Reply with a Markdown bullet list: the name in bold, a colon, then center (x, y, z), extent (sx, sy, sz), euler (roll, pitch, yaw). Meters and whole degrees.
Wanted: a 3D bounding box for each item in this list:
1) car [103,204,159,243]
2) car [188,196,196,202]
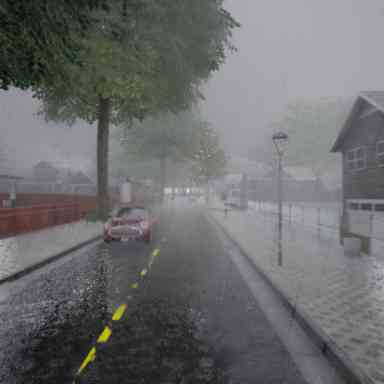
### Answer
- **car**: center (-2.843, 1.428, 16.324), extent (2.097, 1.767, 4.553), euler (0, 0, 0)
- **car**: center (0.017, 1.865, 85.492), extent (1.994, 1.385, 4.181), euler (0, 0, 0)
